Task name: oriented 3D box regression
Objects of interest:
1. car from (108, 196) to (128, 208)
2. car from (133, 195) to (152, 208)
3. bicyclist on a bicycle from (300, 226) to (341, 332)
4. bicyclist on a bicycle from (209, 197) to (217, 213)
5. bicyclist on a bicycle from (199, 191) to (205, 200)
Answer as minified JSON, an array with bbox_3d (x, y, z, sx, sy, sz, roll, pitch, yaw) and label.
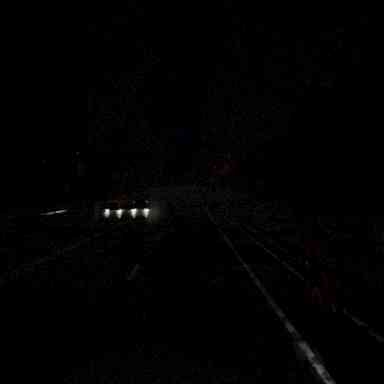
[{"bbox_3d":[-9.760,1.308,44.016,1.882,1.535,5.008,0,0,0],"label":"car"},{"bbox_3d":[-6.510,1.191,44.046,2.097,1.767,4.553,0,0,0],"label":"car"},{"bbox_3d":[2.266,1.447,5.885,0.582,1.620,1.656,0,0,0],"label":"bicyclist on a bicycle"},{"bbox_3d":[2.178,1.313,34.316,0.866,1.612,1.509,0,0,1],"label":"bicyclist on a bicycle"},{"bbox_3d":[2.151,1.022,65.191,0.866,1.612,1.509,0,1,1],"label":"bicyclist on a bicycle"}]
